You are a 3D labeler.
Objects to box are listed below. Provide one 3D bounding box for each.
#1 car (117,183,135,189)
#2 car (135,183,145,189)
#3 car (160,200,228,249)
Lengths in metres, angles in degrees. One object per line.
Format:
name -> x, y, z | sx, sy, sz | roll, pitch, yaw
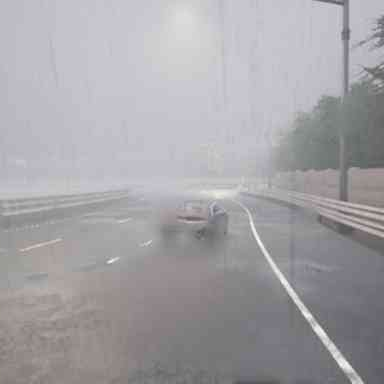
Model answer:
car -> -17.186, -1.416, 86.310 | 1.994, 1.385, 4.181 | -1, 2, -32
car -> -14.081, -1.498, 87.921 | 2.128, 1.511, 4.902 | -1, 2, -32
car -> 0.228, 1.060, 12.490 | 2.128, 1.511, 4.902 | 1, 2, 12
